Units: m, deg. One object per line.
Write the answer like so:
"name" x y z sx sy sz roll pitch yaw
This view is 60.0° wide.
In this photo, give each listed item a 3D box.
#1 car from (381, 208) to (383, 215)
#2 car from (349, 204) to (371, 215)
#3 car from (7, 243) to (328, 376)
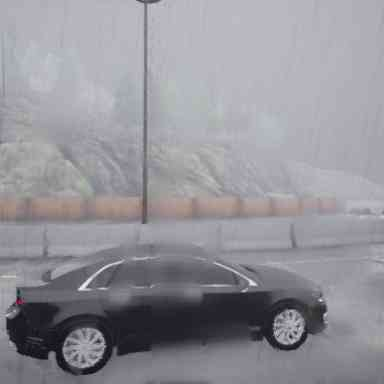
"car" 27.890 2.500 46.232 2.033 1.411 5.357 -1 -2 41
"car" 23.834 2.487 46.981 1.812 1.442 4.674 -1 -2 43
"car" -0.224 1.616 5.417 4.892 1.490 1.837 0 -1 -13
